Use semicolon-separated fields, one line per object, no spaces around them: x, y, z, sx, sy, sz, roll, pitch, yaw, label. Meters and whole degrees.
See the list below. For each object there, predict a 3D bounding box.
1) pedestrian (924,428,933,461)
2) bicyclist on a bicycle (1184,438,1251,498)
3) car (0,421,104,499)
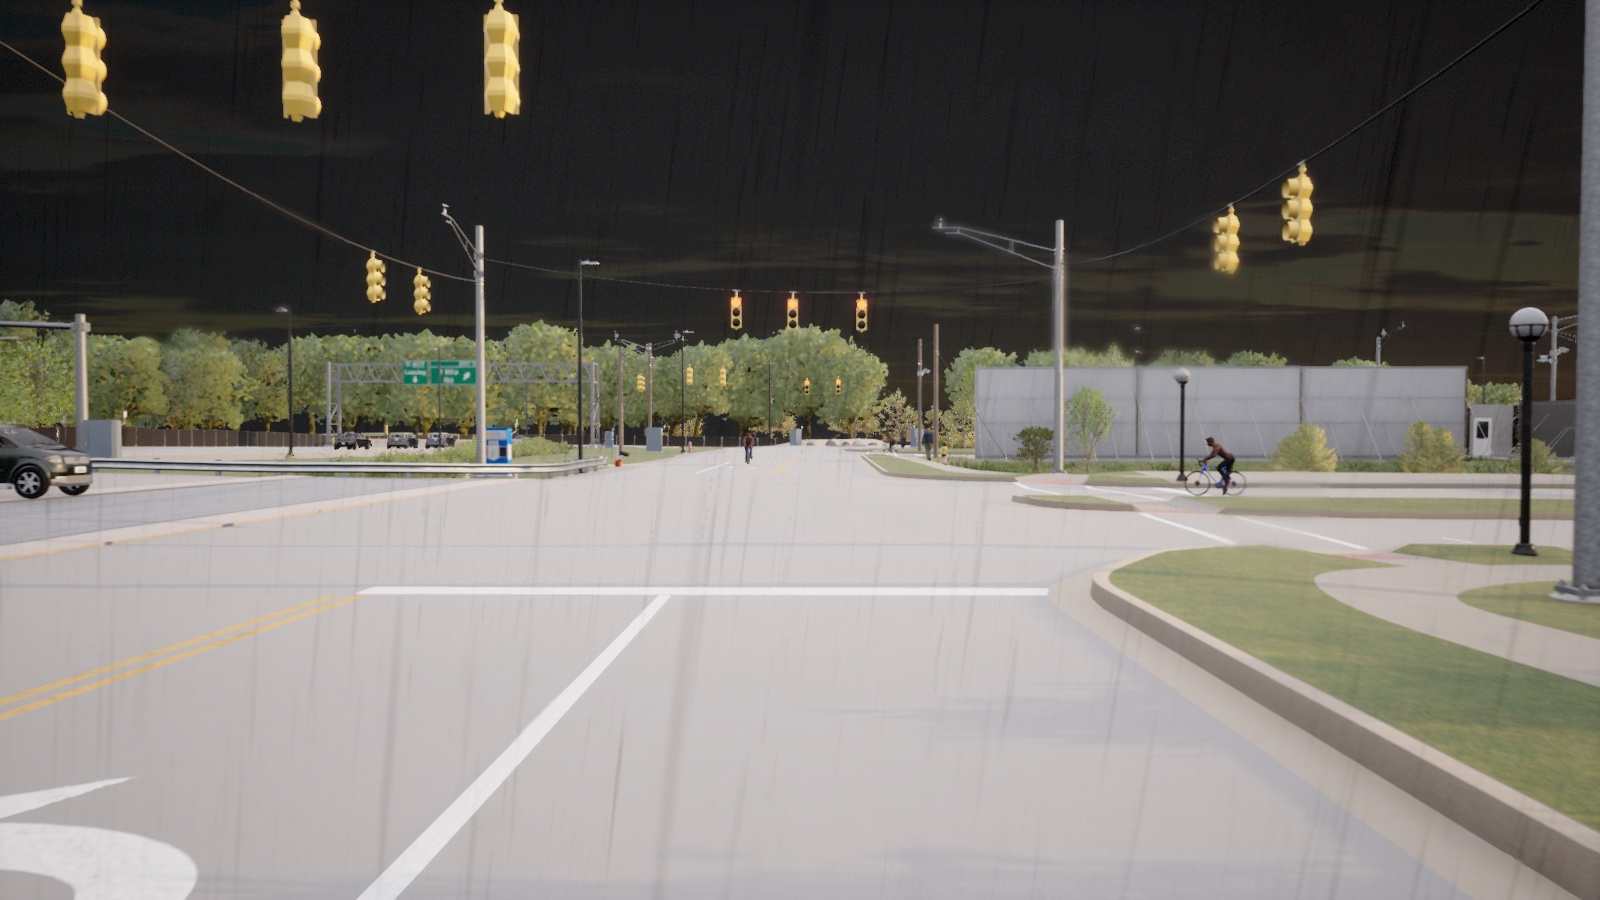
7.148;-0.322;69.929;0.402;1.842;0.726;0;2;1;pedestrian
11.443;0.492;34.473;1.656;1.620;0.582;1;1;11;bicyclist on a bicycle
-16.825;0.190;26.116;3.705;1.549;1.789;0;1;1;car
